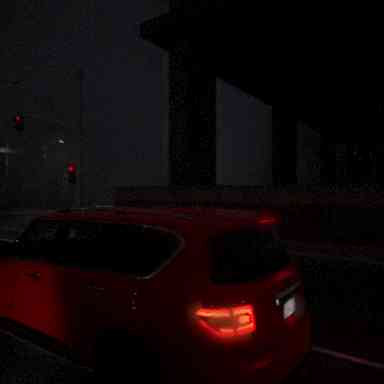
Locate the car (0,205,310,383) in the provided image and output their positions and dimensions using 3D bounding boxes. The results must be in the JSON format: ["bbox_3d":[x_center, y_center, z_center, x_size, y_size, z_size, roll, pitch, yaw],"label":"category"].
[{"bbox_3d":[-1.221,1.218,4.825,5.566,2.045,2.150,0,0,36],"label":"car"}]
